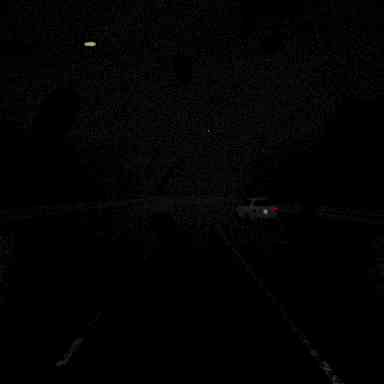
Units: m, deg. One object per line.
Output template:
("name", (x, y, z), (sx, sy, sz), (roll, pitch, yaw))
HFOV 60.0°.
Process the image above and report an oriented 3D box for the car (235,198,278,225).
("car", (5.014, 1.491, 26.516), (2.150, 2.045, 5.566), (0, -1, -6))
